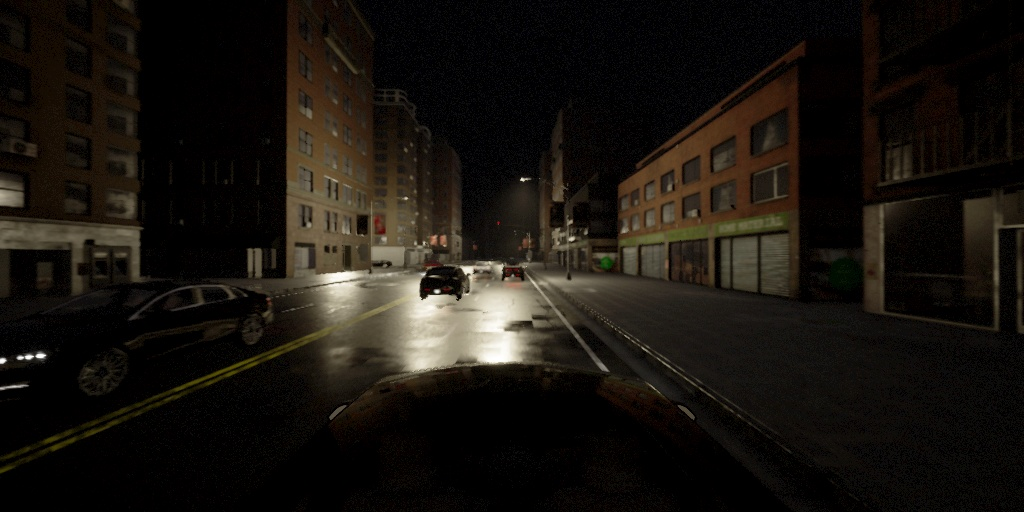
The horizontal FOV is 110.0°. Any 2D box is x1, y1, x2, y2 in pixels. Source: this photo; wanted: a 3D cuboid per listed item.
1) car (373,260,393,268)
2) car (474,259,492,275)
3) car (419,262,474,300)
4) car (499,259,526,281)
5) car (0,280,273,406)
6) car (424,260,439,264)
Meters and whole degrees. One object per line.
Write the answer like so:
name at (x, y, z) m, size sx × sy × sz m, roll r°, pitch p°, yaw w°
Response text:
car at (-22.200, 1.290, 60.058) m, size 4.313 × 1.339 × 1.948 m, roll 0°, pitch 0°, yaw 0°
car at (-3.184, 1.318, 39.397) m, size 1.895 × 1.301 × 4.718 m, roll 0°, pitch 0°, yaw 0°
car at (-3.164, 1.240, 17.562) m, size 1.837 × 1.490 × 4.892 m, roll 0°, pitch 0°, yaw 0°
car at (0.073, 1.230, 29.575) m, size 1.837 × 1.490 × 4.892 m, roll 0°, pitch 0°, yaw 0°
car at (-6.605, 1.237, 6.491) m, size 2.128 × 1.511 × 4.902 m, roll 0°, pitch 0°, yaw 0°
car at (-9.789, 1.244, 44.454) m, size 1.812 × 1.442 × 4.674 m, roll 0°, pitch 0°, yaw 0°
